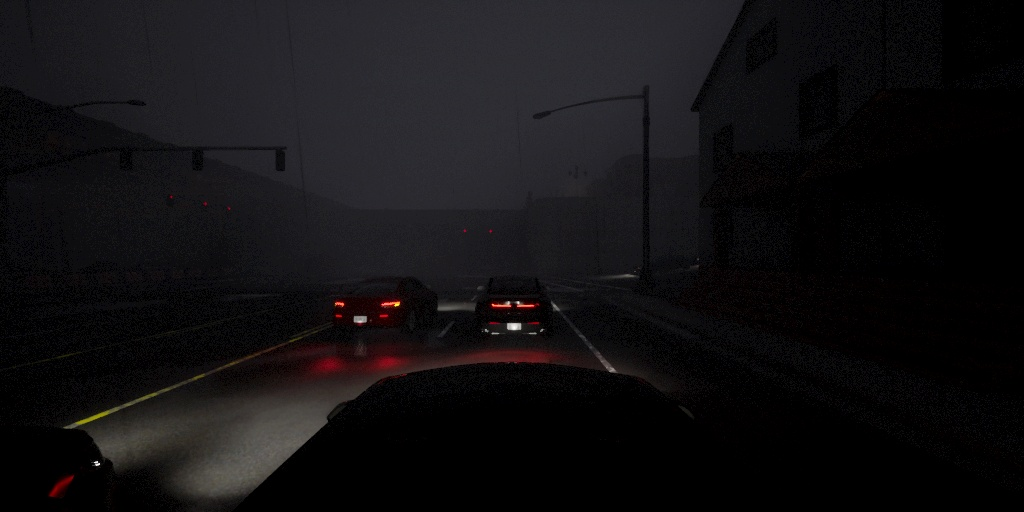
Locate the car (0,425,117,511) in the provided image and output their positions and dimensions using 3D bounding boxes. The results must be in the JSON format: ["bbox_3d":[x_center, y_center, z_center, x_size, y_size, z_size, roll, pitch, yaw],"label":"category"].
[{"bbox_3d":[-3.401,1.255,0.187,1.837,1.490,4.892,0,0,0],"label":"car"}]

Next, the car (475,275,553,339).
[{"bbox_3d":[0.042,1.255,10.055,1.837,1.490,4.892,0,0,0],"label":"car"}]

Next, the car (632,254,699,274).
[{"bbox_3d":[13.025,0.603,30.447,5.357,1.411,2.033,-7,0,-1],"label":"car"}]

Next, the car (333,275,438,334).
[{"bbox_3d":[-3.454,1.276,10.470,1.812,1.442,4.674,0,0,0],"label":"car"}]
